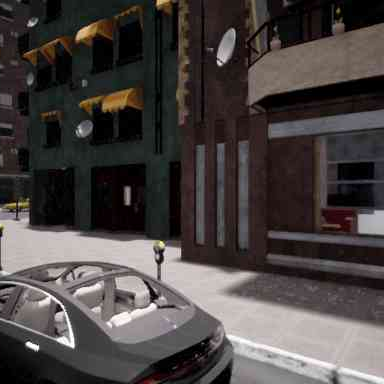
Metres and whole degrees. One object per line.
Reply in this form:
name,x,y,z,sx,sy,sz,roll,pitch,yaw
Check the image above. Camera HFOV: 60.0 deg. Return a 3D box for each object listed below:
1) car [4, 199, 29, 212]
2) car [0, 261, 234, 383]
car,-17.123,1.254,34.904,1.752,1.417,4.829,1,1,35
car,-1.639,1.549,4.043,4.403,1.369,2.008,0,0,36
